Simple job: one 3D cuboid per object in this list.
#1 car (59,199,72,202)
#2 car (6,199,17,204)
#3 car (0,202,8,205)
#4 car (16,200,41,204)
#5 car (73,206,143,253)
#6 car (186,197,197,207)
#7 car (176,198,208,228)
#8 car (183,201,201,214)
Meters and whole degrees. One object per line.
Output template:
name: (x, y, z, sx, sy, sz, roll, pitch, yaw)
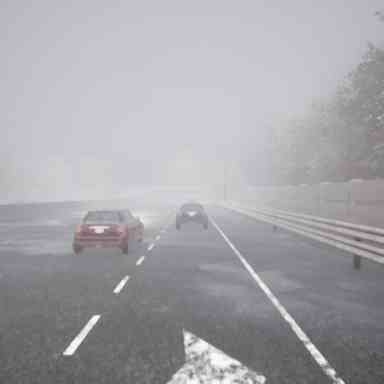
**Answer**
car: (-21.025, 1.980, 55.028, 2.128, 1.511, 4.902, 0, 0, 0)
car: (-28.028, 1.924, 52.073, 1.882, 1.535, 5.008, 0, 1, 0)
car: (-10.406, 1.458, 14.368, 2.097, 1.767, 4.553, 0, 0, 0)
car: (-24.520, 2.037, 51.206, 1.895, 1.301, 4.718, 0, 0, 0)
car: (-3.406, 1.459, 14.369, 2.097, 1.767, 4.553, 0, 0, 0)
car: (-0.013, 1.941, 66.529, 2.097, 1.767, 4.553, 0, -1, 0)
car: (-0.007, 1.535, 23.880, 2.097, 1.767, 4.553, 0, 0, 0)
car: (-0.014, 1.881, 40.588, 2.033, 1.411, 5.357, 0, -1, 0)
